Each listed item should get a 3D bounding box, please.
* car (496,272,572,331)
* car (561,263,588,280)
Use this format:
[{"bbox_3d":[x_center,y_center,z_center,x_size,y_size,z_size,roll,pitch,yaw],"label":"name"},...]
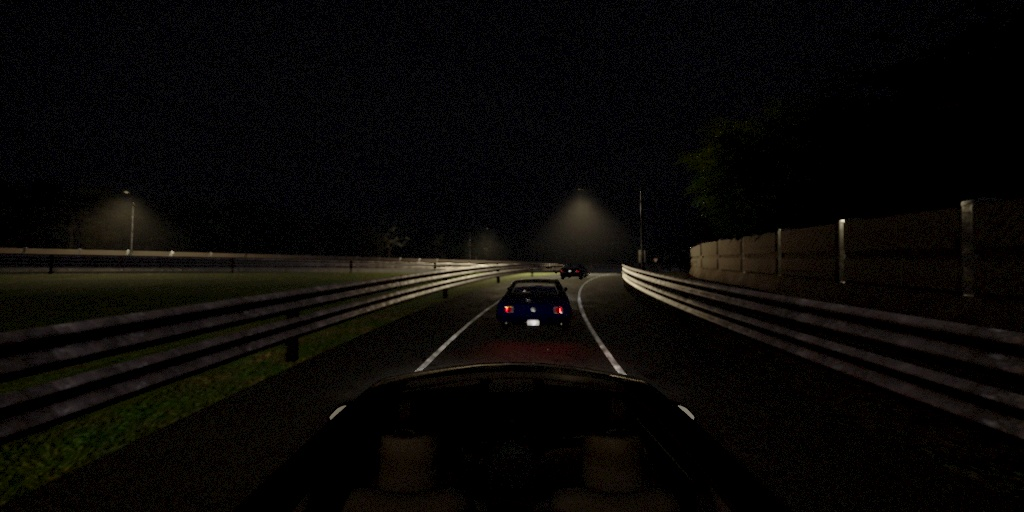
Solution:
[{"bbox_3d":[0.772,1.350,11.042,1.895,1.301,4.718,0,0,6],"label":"car"},{"bbox_3d":[5.653,1.345,32.290,2.033,1.411,5.357,-1,-1,19],"label":"car"}]
